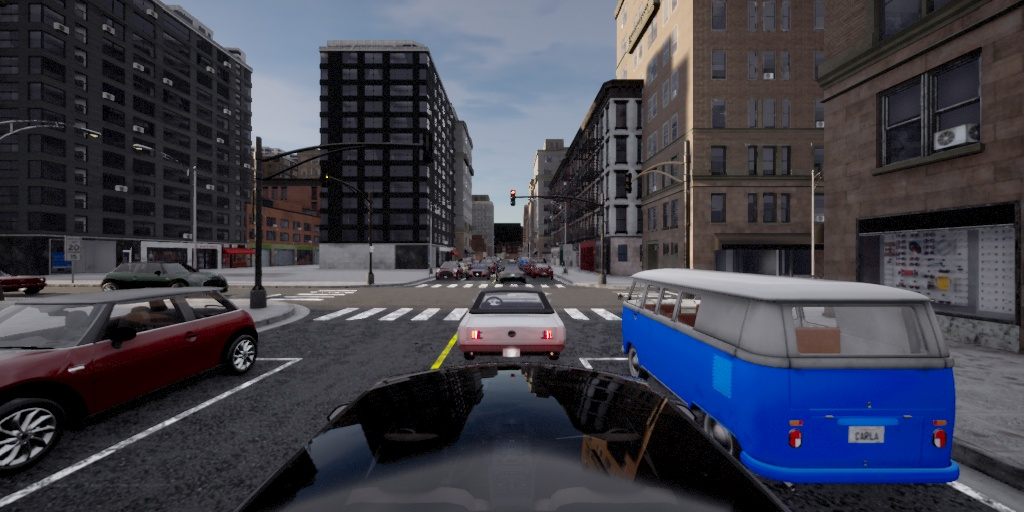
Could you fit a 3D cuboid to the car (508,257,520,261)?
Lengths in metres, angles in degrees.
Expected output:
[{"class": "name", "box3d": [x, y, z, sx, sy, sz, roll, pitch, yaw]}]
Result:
[{"class": "car", "box3d": [0.011, 1.289, 62.318, 1.812, 1.442, 4.674, 0, 0, 0]}]

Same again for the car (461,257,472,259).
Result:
[{"class": "car", "box3d": [-5.442, 1.077, 42.205, 2.192, 1.841, 5.009, 0, 0, 0]}]

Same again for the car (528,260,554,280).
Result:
[{"class": "car", "box3d": [2.599, 1.304, 31.397, 1.888, 1.381, 4.507, 0, 0, 0]}]

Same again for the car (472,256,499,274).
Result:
[{"class": "car", "box3d": [-2.884, 1.113, 40.183, 2.097, 1.767, 4.553, 0, 0, 0]}]

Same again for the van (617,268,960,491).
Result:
[{"class": "van", "box3d": [2.636, 1.092, 4.517, 1.690, 1.789, 3.998, 0, 0, 0]}]

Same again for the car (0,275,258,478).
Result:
[{"class": "car", "box3d": [-5.389, 1.191, 4.506, 1.967, 1.591, 4.097, 0, 0, 0]}]

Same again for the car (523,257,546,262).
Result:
[{"class": "car", "box3d": [2.591, 1.075, 36.807, 2.192, 1.841, 5.009, 0, 0, 0]}]

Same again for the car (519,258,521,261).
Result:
[{"class": "car", "box3d": [2.561, 1.329, 58.445, 1.948, 1.339, 4.313, 0, 0, 0]}]

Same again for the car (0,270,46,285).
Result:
[{"class": "car", "box3d": [-24.987, 1.226, 16.705, 4.718, 1.301, 1.895, 0, 0, 0]}]

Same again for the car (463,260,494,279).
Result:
[{"class": "car", "box3d": [-2.890, 1.323, 31.563, 1.994, 1.385, 4.181, 0, 0, -1]}]

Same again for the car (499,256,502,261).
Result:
[{"class": "car", "box3d": [-2.901, 1.115, 49.057, 2.097, 1.767, 4.553, 0, 0, 0]}]

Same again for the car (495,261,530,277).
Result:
[{"class": "car", "box3d": [-0.066, 1.321, 27.411, 1.994, 1.385, 4.181, 0, 0, -4]}]

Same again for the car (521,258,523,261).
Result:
[{"class": "car", "box3d": [2.576, 1.308, 47.626, 1.888, 1.381, 4.507, 0, 0, 0]}]

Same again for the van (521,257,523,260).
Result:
[{"class": "van", "box3d": [2.568, 1.104, 53.036, 1.690, 1.789, 3.998, 0, 0, 0]}]

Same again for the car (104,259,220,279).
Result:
[{"class": "car", "box3d": [-16.008, 1.028, 16.721, 4.553, 1.767, 2.097, 0, 0, 0]}]

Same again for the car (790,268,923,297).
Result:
[{"class": "car", "box3d": [18.796, 1.409, 19.760, 5.357, 1.411, 2.033, 0, 0, 0]}]

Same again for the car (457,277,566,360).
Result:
[{"class": "car", "box3d": [-0.007, 1.353, 8.303, 1.895, 1.301, 4.718, 0, 0, 0]}]

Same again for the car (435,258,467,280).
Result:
[{"class": "car", "box3d": [-5.427, 1.199, 31.386, 1.967, 1.591, 4.097, 0, 0, 0]}]
